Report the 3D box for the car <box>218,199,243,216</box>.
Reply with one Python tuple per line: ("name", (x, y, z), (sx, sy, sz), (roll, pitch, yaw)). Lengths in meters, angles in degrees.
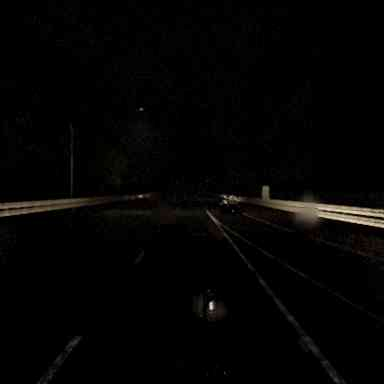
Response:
("car", (3.551, 1.447, 31.362), (2.128, 1.511, 4.902), (0, 0, -1))
